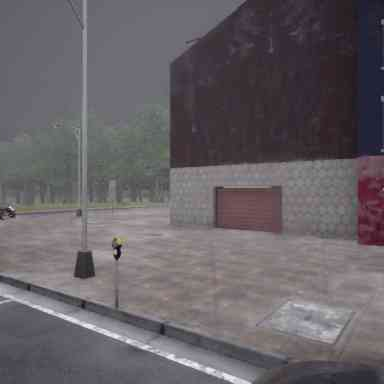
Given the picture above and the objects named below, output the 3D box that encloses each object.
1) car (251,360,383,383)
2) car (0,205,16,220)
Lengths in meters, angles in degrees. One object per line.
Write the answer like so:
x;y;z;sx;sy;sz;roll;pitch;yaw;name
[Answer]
2.105;1.551;1.305;4.403;1.369;2.008;0;0;36;car
-14.955;1.234;23.396;2.097;1.767;4.553;0;0;36;car
